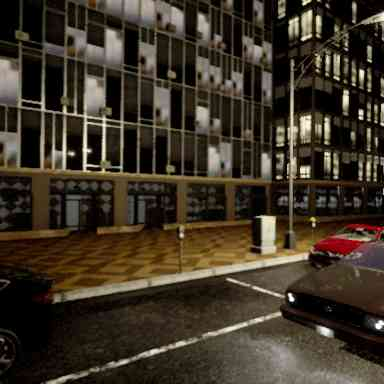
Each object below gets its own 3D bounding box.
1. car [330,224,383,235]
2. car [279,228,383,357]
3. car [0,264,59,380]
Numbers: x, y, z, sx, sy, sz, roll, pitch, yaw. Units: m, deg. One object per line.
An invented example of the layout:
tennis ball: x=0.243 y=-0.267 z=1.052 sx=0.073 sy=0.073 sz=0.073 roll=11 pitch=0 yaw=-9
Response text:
car: x=5.434 y=1.682 z=10.428 sx=4.206 sy=1.307 sz=1.802 roll=1 pitch=0 yaw=-35
car: x=4.047 y=1.613 z=6.265 sx=5.357 sy=1.411 sz=2.033 roll=1 pitch=0 yaw=-36
car: x=-3.834 y=1.556 z=3.821 sx=4.313 sy=1.339 sz=1.947 roll=1 pitch=0 yaw=-35
